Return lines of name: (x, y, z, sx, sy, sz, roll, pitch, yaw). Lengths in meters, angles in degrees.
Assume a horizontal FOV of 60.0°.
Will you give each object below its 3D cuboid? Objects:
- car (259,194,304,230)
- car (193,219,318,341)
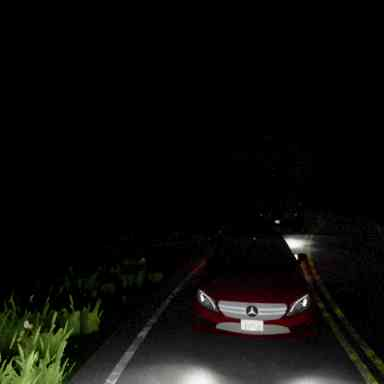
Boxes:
car: (5.534, 1.203, 20.172, 2.150, 2.045, 5.566, -2, 0, 22)
car: (1.234, 1.533, 6.764, 1.812, 1.442, 4.674, -1, 0, 11)
